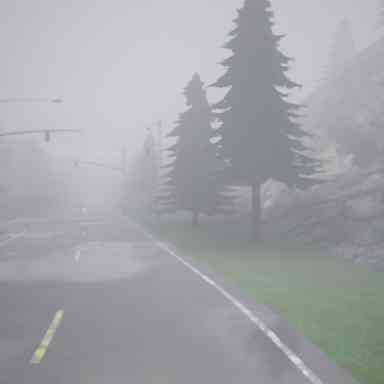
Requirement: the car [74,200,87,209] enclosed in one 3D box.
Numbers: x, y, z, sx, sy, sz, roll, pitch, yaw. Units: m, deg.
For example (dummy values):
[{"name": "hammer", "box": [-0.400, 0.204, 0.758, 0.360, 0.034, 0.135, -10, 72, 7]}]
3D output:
[{"name": "car", "box": [-19.146, 2.093, 57.132, 1.837, 1.490, 4.892, 0, 0, -16]}]
